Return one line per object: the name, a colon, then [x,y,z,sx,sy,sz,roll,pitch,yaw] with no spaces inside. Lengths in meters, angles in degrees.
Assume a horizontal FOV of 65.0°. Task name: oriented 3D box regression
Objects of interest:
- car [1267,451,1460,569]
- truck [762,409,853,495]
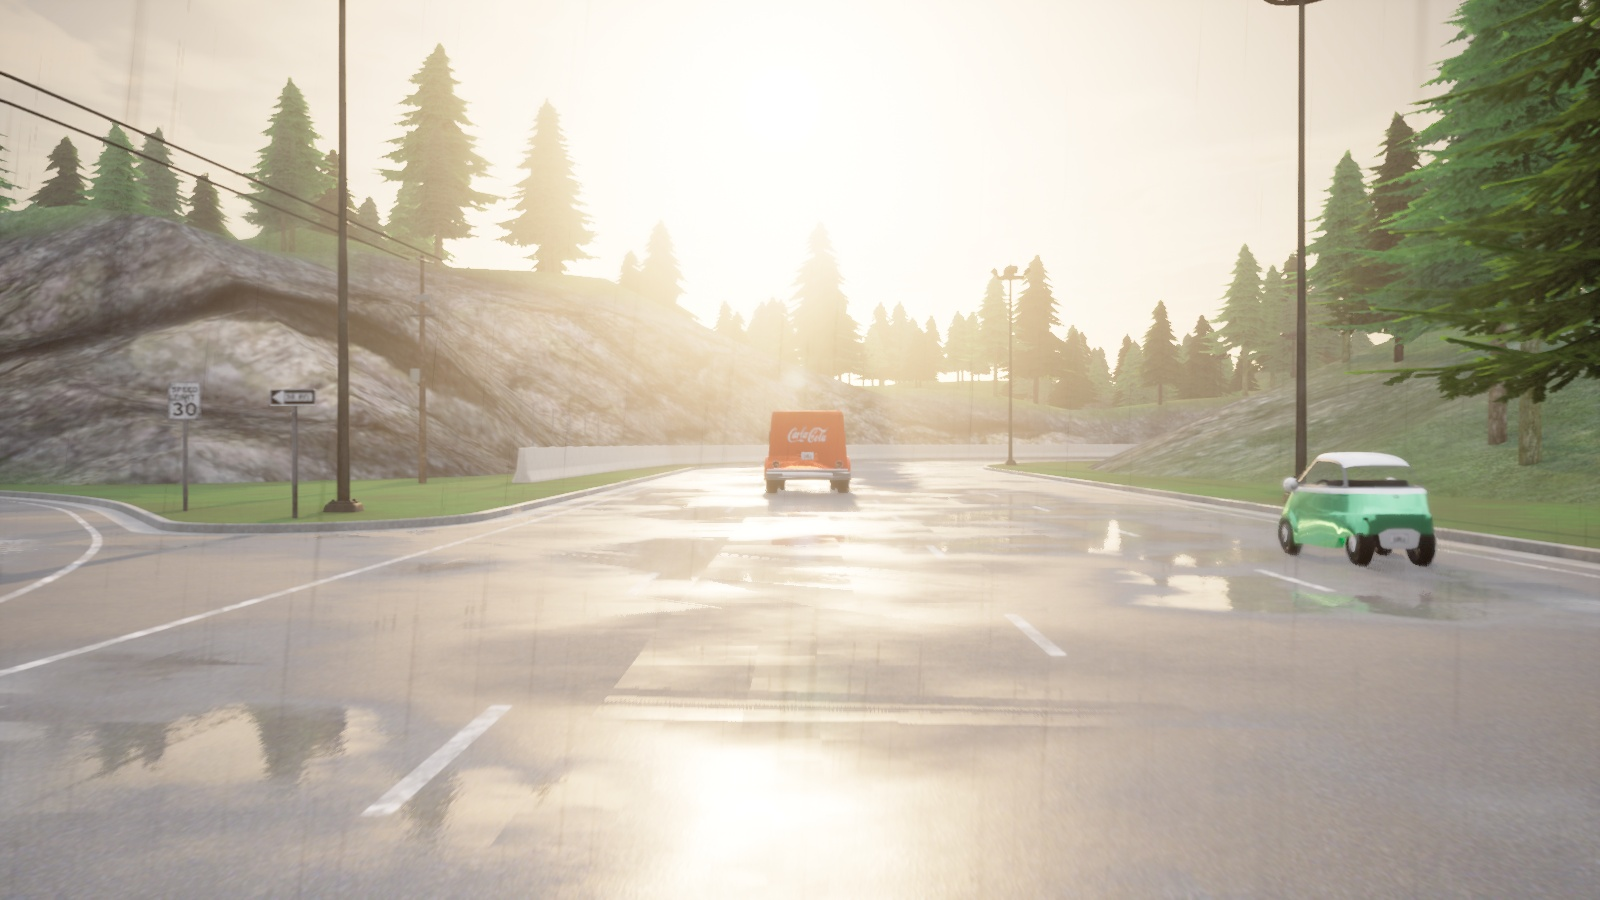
car: [7.107,0.716,16.029,1.481,1.376,2.207,0,1,0]
truck: [0.237,0.041,38.972,2.627,2.467,5.204,0,0,0]
